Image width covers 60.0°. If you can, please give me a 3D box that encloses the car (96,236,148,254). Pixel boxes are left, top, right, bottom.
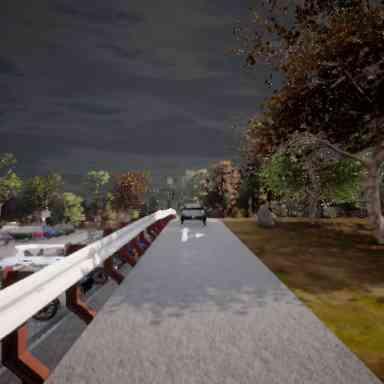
[{"bbox_3d":[-6.931,5.197,32.942,4.792,1.488,2.163,2,-4,-20],"label":"car"}]

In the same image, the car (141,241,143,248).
[{"bbox_3d":[-7.051,4.726,26.858,5.366,1.575,1.946,2,-4,-20],"label":"car"}]

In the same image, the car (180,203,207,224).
[{"bbox_3d":[0.101,1.541,25.284,2.128,1.511,4.902,0,-1,0],"label":"car"}]

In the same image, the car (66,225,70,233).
[{"bbox_3d":[-23.925,6.925,57.135,4.792,1.488,2.163,1,-5,-20],"label":"car"}]

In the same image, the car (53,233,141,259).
[{"bbox_3d":[-6.894,4.269,23.921,5.566,2.045,2.435,2,-4,-20],"label":"car"}]

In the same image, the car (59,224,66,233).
[{"bbox_3d":[-23.909,6.434,54.196,5.566,2.045,2.435,1,-5,-20],"label":"car"}]

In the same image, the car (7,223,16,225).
[{"bbox_3d":[-39.688,7.802,73.337,2.435,2.045,5.566,1,-4,-19],"label":"car"}]

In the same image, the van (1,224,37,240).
[{"bbox_3d":[-24.008,5.825,45.280,4.442,1.987,1.878,1,-4,-20],"label":"van"}]

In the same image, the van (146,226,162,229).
[{"bbox_3d":[-6.837,5.810,45.071,4.442,1.987,1.878,2,-5,-20],"label":"van"}]

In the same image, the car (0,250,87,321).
[{"bbox_3d":[-6.840,3.404,11.857,5.566,2.045,2.435,2,-4,-20],"label":"car"}]

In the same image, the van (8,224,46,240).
[{"bbox_3d":[-24.018,6.036,48.231,4.442,1.987,1.878,1,-4,-20],"label":"van"}]

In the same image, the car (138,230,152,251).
[{"bbox_3d":[-6.859,4.703,29.968,5.566,2.045,2.435,2,-5,-20],"label":"car"}]

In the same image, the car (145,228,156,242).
[{"bbox_3d":[-6.961,5.474,38.991,4.553,1.767,2.185,2,-5,-20],"label":"car"}]

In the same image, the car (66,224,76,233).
[{"bbox_3d":[-23.978,6.853,60.064,5.566,2.045,2.435,1,-4,-20],"label":"car"}]

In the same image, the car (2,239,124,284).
[{"bbox_3d":[-6.809,3.839,17.908,5.566,2.045,2.435,2,-5,-20],"label":"car"}]

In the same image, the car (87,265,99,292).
[{"bbox_3d":[-6.858,3.901,14.852,4.792,1.488,2.163,2,-4,-20],"label":"car"}]

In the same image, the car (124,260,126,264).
[{"bbox_3d":[-6.867,4.306,20.903,4.892,1.521,2.231,2,-5,-20],"label":"car"}]

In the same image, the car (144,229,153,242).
[{"bbox_3d":[-6.940,5.258,35.969,4.553,1.767,2.185,2,-5,-20],"label":"car"}]

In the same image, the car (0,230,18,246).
[{"bbox_3d":[-23.872,5.632,39.412,4.892,1.521,2.231,1,-4,-20],"label":"car"}]

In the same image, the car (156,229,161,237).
[{"bbox_3d":[-6.929,5.816,41.995,4.892,1.521,2.231,2,-4,-20],"label":"car"}]

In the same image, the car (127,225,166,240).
[{"bbox_3d":[-6.989,6.208,51.038,5.566,2.045,2.435,2,-4,-20],"label":"car"}]

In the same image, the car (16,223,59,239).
[{"bbox_3d":[-23.899,6.223,51.244,5.566,2.045,2.435,1,-5,-20],"label":"car"}]
